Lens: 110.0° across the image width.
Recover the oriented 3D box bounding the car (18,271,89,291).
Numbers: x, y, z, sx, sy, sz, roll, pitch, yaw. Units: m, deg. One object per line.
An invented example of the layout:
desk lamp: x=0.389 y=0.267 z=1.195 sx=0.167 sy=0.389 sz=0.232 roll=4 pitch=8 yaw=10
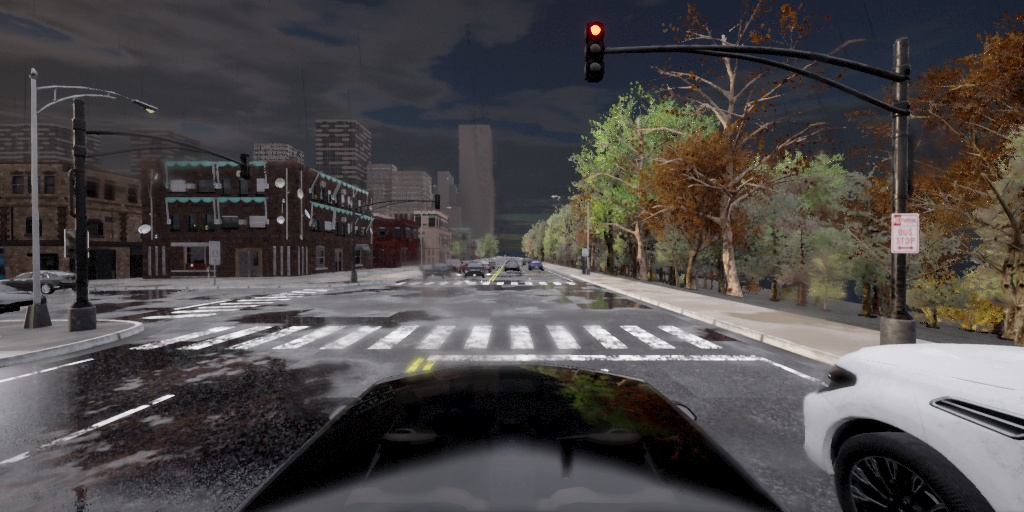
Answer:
car: x=-28.321 y=1.559 z=21.633 sx=4.403 sy=1.370 sz=2.007 roll=0 pitch=0 yaw=0

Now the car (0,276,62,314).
car: x=-19.971 y=1.564 z=13.138 sx=4.313 sy=1.339 sz=1.948 roll=0 pitch=0 yaw=0

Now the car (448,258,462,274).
car: x=-6.672 y=1.088 z=41.571 sx=2.097 sy=1.767 sz=4.553 roll=0 pitch=0 yaw=0

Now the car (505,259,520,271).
car: x=0.004 y=1.297 z=48.208 sx=1.994 sy=1.385 sz=4.181 roll=0 pitch=0 yaw=0

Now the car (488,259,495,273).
car: x=-3.424 y=1.261 z=43.338 sx=1.812 sy=1.442 sz=4.674 roll=0 pitch=0 yaw=0

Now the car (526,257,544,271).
car: x=3.251 y=1.258 z=49.857 sx=1.812 sy=1.442 sz=4.674 roll=0 pitch=0 yaw=0

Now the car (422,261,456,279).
car: x=-6.670 y=1.341 z=32.486 sx=1.895 sy=1.301 sz=4.718 roll=0 pitch=0 yaw=0

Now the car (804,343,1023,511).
car: x=3.355 y=0.972 z=0.382 sx=2.150 sy=2.045 sz=5.566 roll=0 pitch=0 yaw=0

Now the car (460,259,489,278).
car: x=-3.438 y=1.287 z=33.875 sx=2.033 sy=1.411 sz=5.357 roll=0 pitch=0 yaw=-4
